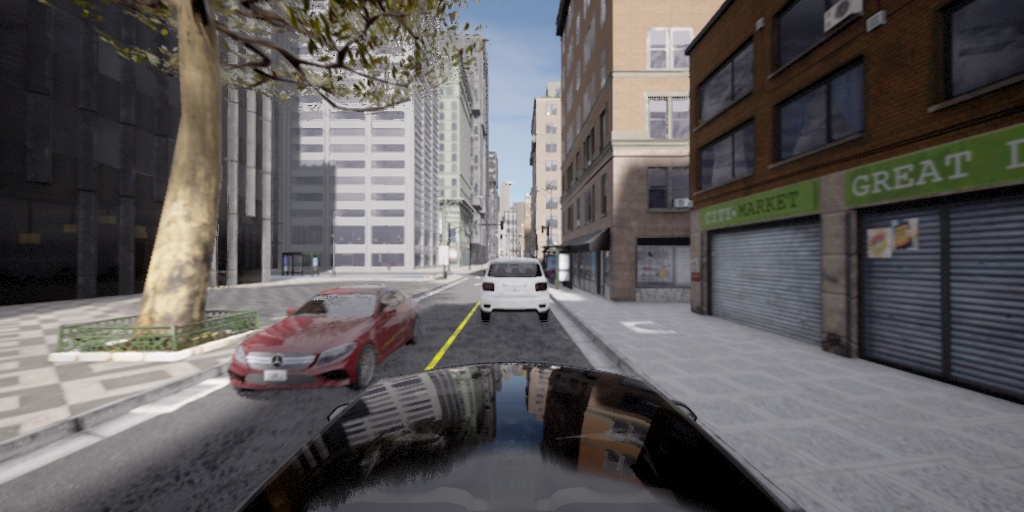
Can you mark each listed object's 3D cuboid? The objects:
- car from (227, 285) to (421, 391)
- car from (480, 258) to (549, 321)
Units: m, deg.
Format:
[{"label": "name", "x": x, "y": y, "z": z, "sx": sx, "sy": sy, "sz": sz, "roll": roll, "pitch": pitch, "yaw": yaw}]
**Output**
[{"label": "car", "x": -3.100, "y": 1.329, "z": 7.028, "sx": 1.812, "sy": 1.442, "sz": 4.674, "roll": 0, "pitch": -1, "yaw": 0}, {"label": "car", "x": 0.092, "y": 1.085, "z": 13.060, "sx": 2.150, "sy": 2.045, "sz": 5.566, "roll": 0, "pitch": 0, "yaw": 0}]
